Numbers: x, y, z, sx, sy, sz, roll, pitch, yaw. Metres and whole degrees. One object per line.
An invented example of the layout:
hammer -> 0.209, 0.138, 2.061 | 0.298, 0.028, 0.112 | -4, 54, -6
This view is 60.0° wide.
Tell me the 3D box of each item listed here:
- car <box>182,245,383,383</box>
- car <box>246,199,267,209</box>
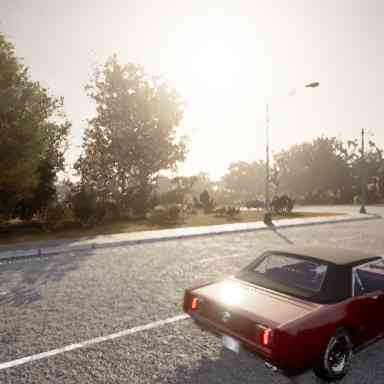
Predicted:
car -> 2.282, 1.546, 5.354 | 4.718, 1.301, 1.895 | -1, 0, -35
car -> 9.321, 1.641, 44.993 | 2.128, 1.511, 4.902 | -1, -2, -32
